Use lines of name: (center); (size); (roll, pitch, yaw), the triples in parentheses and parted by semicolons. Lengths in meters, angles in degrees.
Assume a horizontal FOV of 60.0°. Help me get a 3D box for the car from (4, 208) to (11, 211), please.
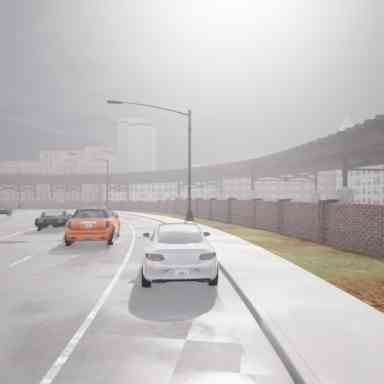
car: (-20.706, 2.014, 36.088); (1.994, 1.385, 4.181); (0, -2, -21)

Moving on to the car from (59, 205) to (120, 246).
car: (-4.769, 1.529, 16.441); (2.097, 1.767, 4.553); (0, -1, -8)

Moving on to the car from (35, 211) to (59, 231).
car: (-9.597, 1.977, 23.579); (1.895, 1.301, 4.718); (0, -2, -12)

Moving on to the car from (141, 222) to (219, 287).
car: (-0.407, 1.583, 9.382); (1.812, 1.442, 4.674); (0, -1, -5)

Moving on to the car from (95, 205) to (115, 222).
car: (-8.976, 2.124, 33.990); (1.801, 1.575, 5.366); (0, -2, -17)
